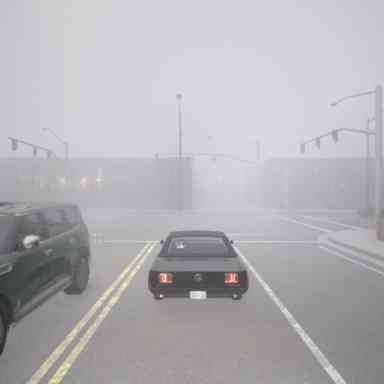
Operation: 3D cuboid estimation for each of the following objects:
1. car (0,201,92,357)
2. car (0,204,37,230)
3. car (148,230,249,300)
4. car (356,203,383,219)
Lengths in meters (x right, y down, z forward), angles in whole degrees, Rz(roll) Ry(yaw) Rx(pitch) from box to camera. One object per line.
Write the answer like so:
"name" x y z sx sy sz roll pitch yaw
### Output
"car" -3.513 1.221 5.849 2.150 2.045 5.566 0 0 1
"car" -14.498 2.093 24.800 4.892 1.490 1.837 -10 0 3
"car" 0.122 1.601 8.321 1.895 1.301 4.718 0 0 0
"car" 16.895 1.601 28.735 4.718 1.301 1.895 0 0 0
